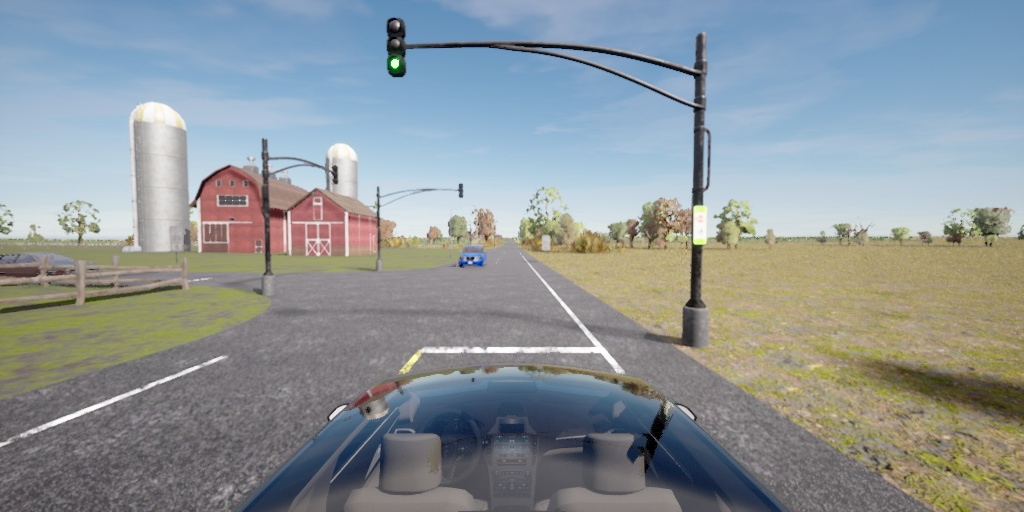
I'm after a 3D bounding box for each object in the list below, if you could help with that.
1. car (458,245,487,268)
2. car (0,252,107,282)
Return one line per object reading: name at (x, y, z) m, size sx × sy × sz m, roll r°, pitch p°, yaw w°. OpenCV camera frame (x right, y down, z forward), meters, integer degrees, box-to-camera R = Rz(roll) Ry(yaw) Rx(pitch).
car at (-3.492, 0.034, 32.736) m, size 2.150 × 2.045 × 5.566 m, roll 0°, pitch 4°, yaw 0°
car at (-24.700, 0.528, 18.695) m, size 5.357 × 1.411 × 2.033 m, roll 1°, pitch 2°, yaw 0°
